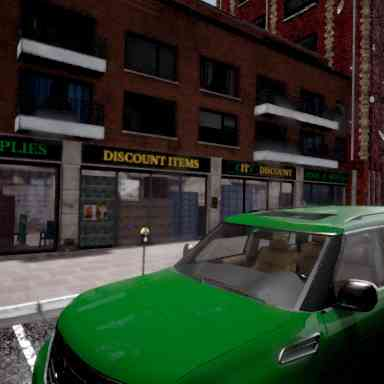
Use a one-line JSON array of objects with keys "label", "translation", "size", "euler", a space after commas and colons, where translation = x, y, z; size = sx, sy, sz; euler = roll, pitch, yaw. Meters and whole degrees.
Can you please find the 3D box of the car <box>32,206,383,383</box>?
[{"label": "car", "translation": [1.258, 1.224, 3.840], "size": [5.566, 2.045, 2.150], "euler": [0, 0, -35]}]
